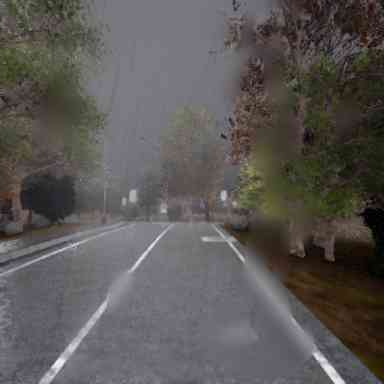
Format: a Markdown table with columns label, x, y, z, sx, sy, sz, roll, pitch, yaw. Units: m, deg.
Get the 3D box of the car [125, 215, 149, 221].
| label | x | y | z | sx | sy | sz | roll | pitch | yaw |
| --- | --- | --- | --- | --- | --- | --- | --- | --- | --- |
| car | -12.403 | 5.971 | 75.755 | 5.357 | 1.411 | 2.033 | 2 | -5 | -33 |
